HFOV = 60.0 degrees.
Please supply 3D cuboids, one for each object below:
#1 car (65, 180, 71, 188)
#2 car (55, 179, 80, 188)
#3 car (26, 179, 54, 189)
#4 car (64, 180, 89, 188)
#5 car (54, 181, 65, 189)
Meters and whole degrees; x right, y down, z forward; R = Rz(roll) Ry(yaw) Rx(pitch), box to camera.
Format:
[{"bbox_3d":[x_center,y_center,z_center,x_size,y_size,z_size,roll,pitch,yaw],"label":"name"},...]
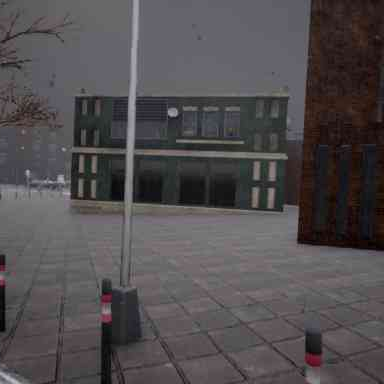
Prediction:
[{"bbox_3d":[-27.322,-1.539,67.941,4.674,1.452,2.002,3,3,20],"label":"car"},{"bbox_3d":[-26.354,-1.774,70.518,4.553,1.767,2.185,3,3,20],"label":"car"},{"bbox_3d":[-29.158,-1.565,62.734,4.553,1.767,2.185,3,2,20],"label":"car"},{"bbox_3d":[-25.458,-1.723,73.134,4.892,1.521,2.231,3,3,20],"label":"car"},{"bbox_3d":[-28.262,-1.508,65.350,5.008,1.535,2.097,3,2,20],"label":"car"}]
